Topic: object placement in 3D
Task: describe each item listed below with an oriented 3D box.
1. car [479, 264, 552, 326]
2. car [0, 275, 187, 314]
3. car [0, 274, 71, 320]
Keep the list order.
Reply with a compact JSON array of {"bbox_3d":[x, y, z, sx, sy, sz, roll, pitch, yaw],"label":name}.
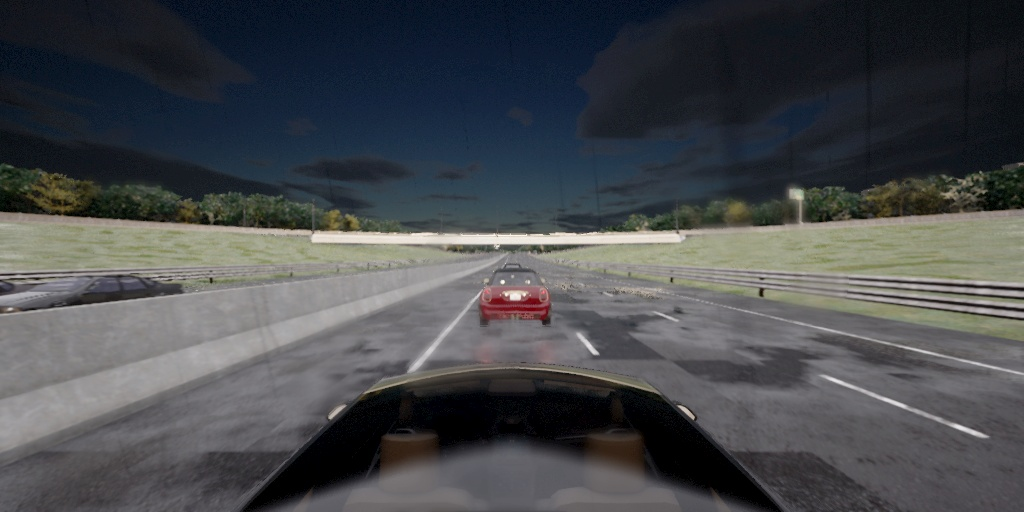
[{"bbox_3d":[0.085,1.160,12.024,2.097,1.767,4.553,0,0,0],"label":"car"},{"bbox_3d":[-14.098,1.356,12.107,2.033,1.411,5.357,0,0,0],"label":"car"},{"bbox_3d":[-17.601,1.350,10.797,2.033,1.411,5.357,0,0,0],"label":"car"}]
